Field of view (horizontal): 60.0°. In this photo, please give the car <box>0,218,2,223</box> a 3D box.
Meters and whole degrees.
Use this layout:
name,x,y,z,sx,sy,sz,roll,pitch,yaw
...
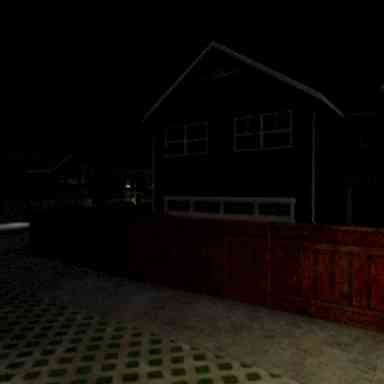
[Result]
name,x,y,z,sx,sy,sz,roll,pitch,yaw
car,-13.902,1.613,19.566,2.033,1.411,5.357,0,0,15

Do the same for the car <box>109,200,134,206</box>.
name,x,y,z,sx,sy,sz,roll,pitch,yaw
car,-8.375,1.766,39.467,1.837,1.490,4.892,0,-1,16

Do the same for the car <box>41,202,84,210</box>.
name,x,y,z,sx,sy,sz,roll,pitch,yaw
car,-11.289,1.651,29.015,2.128,1.511,4.902,0,0,15
